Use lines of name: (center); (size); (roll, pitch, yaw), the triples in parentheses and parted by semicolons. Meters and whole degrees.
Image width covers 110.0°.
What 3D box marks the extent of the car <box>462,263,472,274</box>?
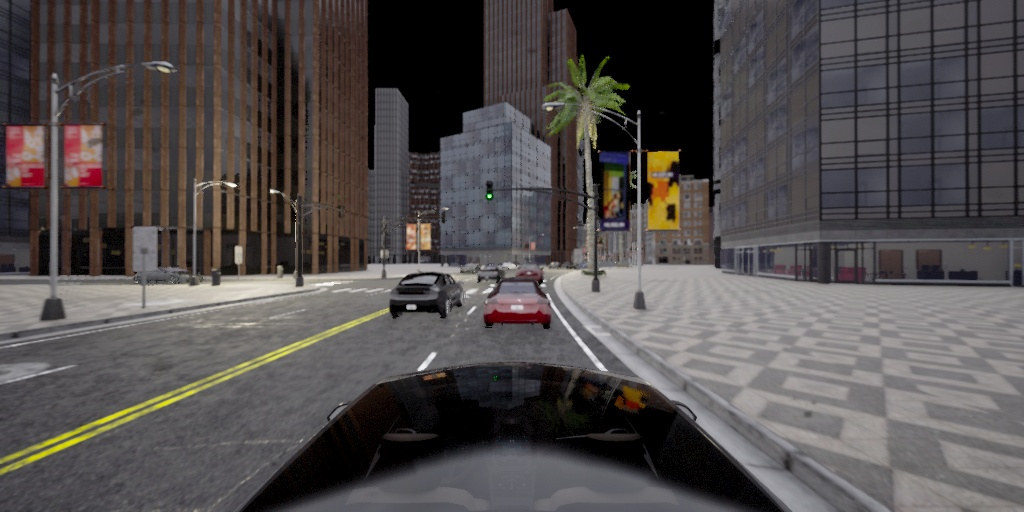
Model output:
car: (-5.343, 1.647, 47.255); (1.837, 1.490, 4.892); (0, -1, 13)

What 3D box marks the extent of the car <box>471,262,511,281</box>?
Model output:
car: (-1.641, 1.475, 30.196); (2.128, 1.511, 4.902); (0, -1, 7)

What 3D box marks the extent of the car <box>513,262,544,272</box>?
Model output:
car: (1.542, 1.330, 29.421); (2.097, 1.767, 4.553); (0, -1, 7)

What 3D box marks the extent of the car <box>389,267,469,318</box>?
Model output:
car: (-3.003, 1.342, 13.392); (1.837, 1.490, 4.892); (0, 0, 2)

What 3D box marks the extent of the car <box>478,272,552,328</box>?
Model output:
car: (0.195, 1.389, 11.778); (1.994, 1.385, 4.181); (0, 0, 1)

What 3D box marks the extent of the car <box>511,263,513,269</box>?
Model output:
car: (-0.822, 1.826, 63.191); (1.812, 1.442, 4.674); (0, -1, 19)

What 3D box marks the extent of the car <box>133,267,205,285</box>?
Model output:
car: (-26.278, 1.539, 27.545); (4.181, 1.385, 1.994); (0, 0, -1)
